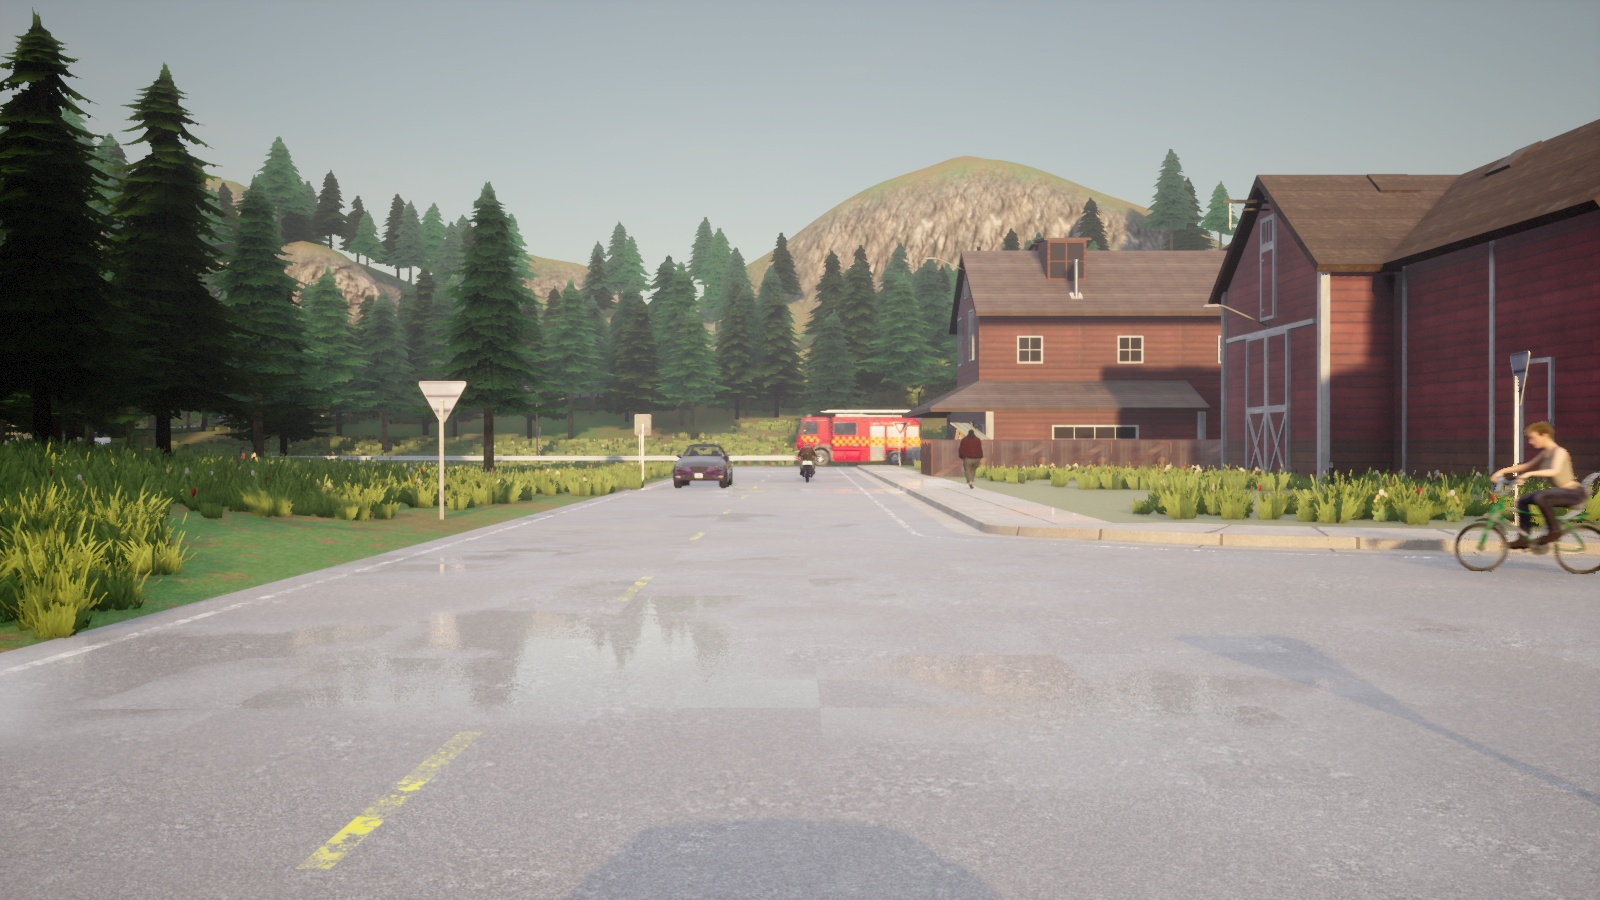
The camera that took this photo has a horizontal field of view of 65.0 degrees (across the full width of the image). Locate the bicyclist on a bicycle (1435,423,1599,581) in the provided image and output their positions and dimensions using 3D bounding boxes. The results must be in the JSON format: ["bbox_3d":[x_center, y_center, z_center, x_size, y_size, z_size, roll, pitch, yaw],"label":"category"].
[{"bbox_3d":[7.679,0.520,13.328,1.509,1.612,0.866,0,1,15],"label":"bicyclist on a bicycle"}]

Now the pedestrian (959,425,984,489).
[{"bbox_3d":[4.986,0.199,36.559,0.634,1.844,0.899,0,0,1],"label":"pedestrian"}]

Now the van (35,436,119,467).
[{"bbox_3d":[-48.857,0.091,84.938,4.480,2.038,2.069,0,0,0],"label":"van"}]

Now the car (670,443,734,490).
[{"bbox_3d":[-3.250,0.518,42.370,1.816,1.474,4.193,0,0,0],"label":"car"}]

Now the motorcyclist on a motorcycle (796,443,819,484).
[{"bbox_3d":[0.286,0.506,48.866,0.866,1.530,2.191,0,0,0],"label":"motorcyclist on a motorcycle"}]

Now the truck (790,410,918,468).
[{"bbox_3d":[3.700,-0.761,85.122,8.468,3.827,2.891,0,0,4],"label":"truck"}]
